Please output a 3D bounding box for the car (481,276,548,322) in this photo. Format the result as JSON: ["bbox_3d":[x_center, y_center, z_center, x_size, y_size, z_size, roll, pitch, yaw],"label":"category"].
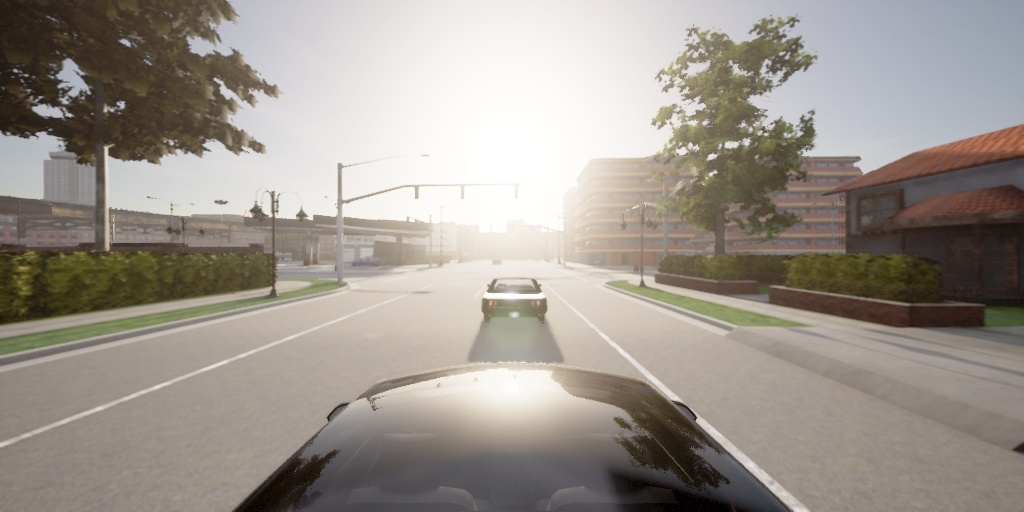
[{"bbox_3d":[0.078,1.324,12.087,1.895,1.301,4.718,0,0,0],"label":"car"}]
